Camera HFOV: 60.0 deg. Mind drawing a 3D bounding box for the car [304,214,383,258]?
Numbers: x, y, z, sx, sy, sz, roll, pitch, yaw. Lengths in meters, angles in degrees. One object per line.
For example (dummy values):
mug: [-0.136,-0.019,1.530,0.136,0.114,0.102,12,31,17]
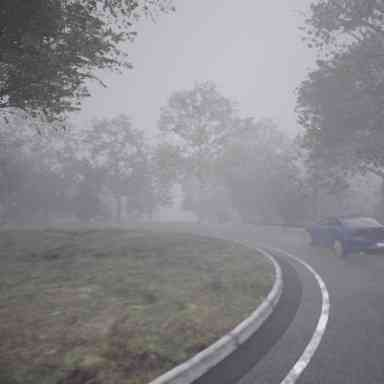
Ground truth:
car: [6.231,1.651,13.577,1.882,1.535,5.008,0,-1,-2]
